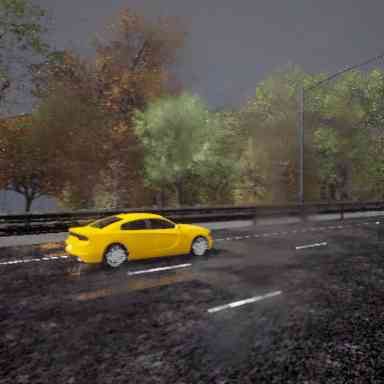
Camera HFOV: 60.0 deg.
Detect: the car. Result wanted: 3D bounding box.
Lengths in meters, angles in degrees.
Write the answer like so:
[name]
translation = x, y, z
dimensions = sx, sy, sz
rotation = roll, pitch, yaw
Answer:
[car]
translation = -1.579, 1.468, 11.222
dimensions = 5.008, 1.535, 1.882
rotation = 0, 0, -36
